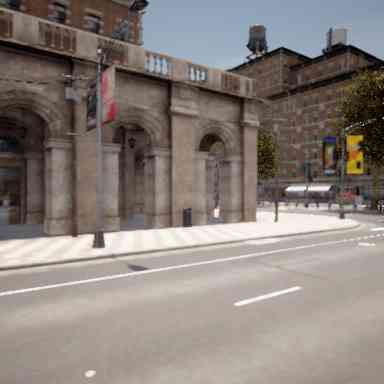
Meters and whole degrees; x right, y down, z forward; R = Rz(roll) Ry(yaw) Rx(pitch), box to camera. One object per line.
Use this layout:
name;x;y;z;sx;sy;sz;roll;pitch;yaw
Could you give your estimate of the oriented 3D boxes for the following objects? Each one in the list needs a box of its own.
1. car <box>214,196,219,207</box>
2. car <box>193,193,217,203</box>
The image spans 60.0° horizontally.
car;1.749;1.649;46.515;1.895;1.301;4.718;0;0;-36
car;2.718;1.298;70.400;2.150;2.045;5.566;0;0;-36
